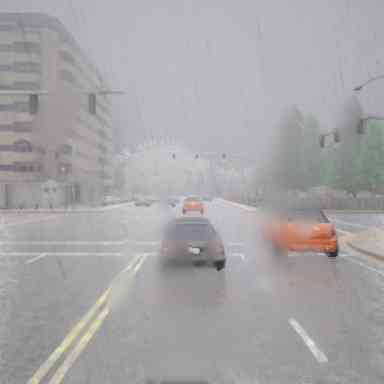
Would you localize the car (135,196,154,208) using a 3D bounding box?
[{"bbox_3d":[-7.069,1.491,48.351,1.812,1.442,4.674,0,0,0],"label":"car"}]

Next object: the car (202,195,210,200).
[{"bbox_3d":[3.515,1.350,84.315,1.994,1.385,4.181,0,0,0],"label":"car"}]

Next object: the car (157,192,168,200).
[{"bbox_3d":[-6.986,0.912,79.343,2.097,1.767,4.553,0,0,0],"label":"car"}]

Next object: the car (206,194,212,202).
[{"bbox_3d":[3.514,1.297,75.889,2.097,1.767,4.553,0,0,0],"label":"car"}]

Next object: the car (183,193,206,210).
[{"bbox_3d":[0.109,1.316,35.785,2.097,1.767,4.553,0,0,0],"label":"car"}]

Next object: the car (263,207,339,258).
[{"bbox_3d":[4.007,1.342,12.952,2.097,1.767,4.553,0,0,6],"label":"car"}]

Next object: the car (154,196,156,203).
[{"bbox_3d":[-7.008,1.431,64.020,1.882,1.535,5.008,0,0,0],"label":"car"}]

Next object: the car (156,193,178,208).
[{"bbox_3d":[-3.570,1.317,48.561,2.097,1.767,4.553,0,0,0],"label":"car"}]

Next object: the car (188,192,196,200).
[{"bbox_3d":[0.015,1.022,84.345,2.150,2.045,5.566,0,0,0],"label":"car"}]

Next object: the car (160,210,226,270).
[{"bbox_3d":[-0.077,1.539,10.954,2.033,1.411,5.357,0,0,-3],"label":"car"}]
